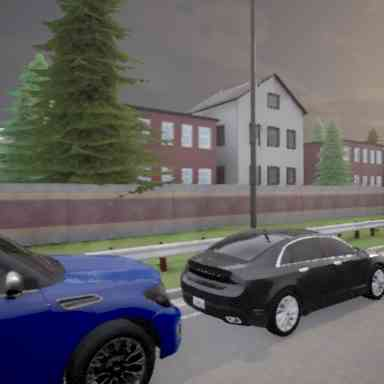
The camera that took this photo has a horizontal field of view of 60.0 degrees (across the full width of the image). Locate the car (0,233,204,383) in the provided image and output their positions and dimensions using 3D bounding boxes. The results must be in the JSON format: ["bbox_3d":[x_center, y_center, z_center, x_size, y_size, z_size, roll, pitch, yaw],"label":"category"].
[{"bbox_3d":[-2.778,1.228,3.175,5.566,2.045,2.150,0,0,-36],"label":"car"}]

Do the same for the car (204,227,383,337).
[{"bbox_3d":[2.079,1.476,6.650,4.892,1.490,1.837,0,0,-36],"label":"car"}]
